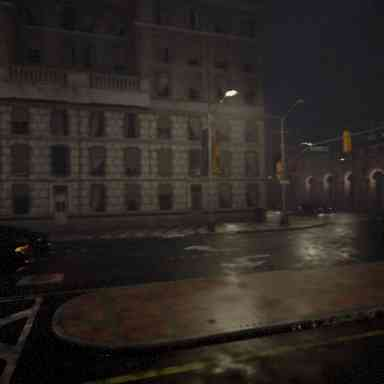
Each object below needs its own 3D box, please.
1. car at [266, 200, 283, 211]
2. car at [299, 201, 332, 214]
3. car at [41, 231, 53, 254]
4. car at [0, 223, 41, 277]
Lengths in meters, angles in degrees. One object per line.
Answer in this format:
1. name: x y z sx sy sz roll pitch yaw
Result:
1. car: 13.047 2.206 52.379 1.882 1.535 5.008 -1 -1 -17
2. car: 15.953 2.007 43.344 1.837 1.490 4.892 -1 -1 -18
3. car: -7.705 1.916 12.332 4.674 1.442 1.812 -1 -1 -17
4. car: -6.952 1.803 8.895 4.902 1.511 2.128 -1 -1 -18
